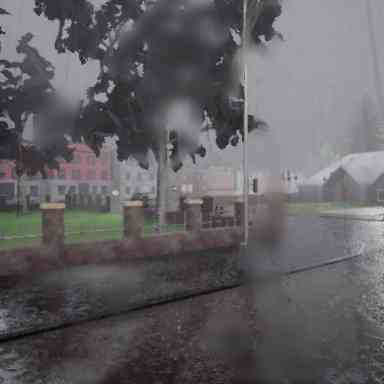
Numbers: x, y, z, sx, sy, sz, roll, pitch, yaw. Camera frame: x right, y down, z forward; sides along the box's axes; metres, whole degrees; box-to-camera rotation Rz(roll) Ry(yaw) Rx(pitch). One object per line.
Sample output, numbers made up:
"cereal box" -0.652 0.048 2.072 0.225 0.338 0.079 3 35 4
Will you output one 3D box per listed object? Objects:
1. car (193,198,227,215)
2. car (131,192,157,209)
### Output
"car" 1.050 1.321 29.425 1.882 1.535 5.008 -1 0 -35
"car" -5.116 1.064 38.141 2.150 2.045 5.566 -1 0 -35
